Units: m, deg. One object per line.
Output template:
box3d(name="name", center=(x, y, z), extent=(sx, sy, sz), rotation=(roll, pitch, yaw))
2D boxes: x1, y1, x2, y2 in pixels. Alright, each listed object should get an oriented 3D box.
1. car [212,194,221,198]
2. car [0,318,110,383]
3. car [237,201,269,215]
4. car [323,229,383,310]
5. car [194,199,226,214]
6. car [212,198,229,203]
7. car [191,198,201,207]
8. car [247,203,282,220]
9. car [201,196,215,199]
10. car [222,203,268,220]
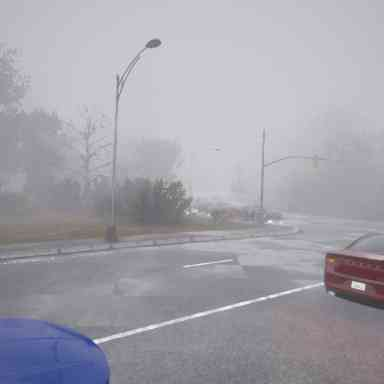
box3d(name="car", center=(5.858, 1.107, 79.153), extent=(2.033, 1.411, 5.357), rotation=(2, 2, -1))
box3d(name="car", center=(-2.890, 1.478, 1.681), extent=(5.008, 1.535, 1.882), rotation=(0, 0, -36))
box3d(name="car", center=(8.479, 2.228, 46.705), extent=(2.128, 1.511, 4.902), rotation=(2, 1, -19))
box3d(name="car", center=(4.968, 1.555, 7.324), extent=(5.008, 1.535, 1.882), rotation=(1, -1, -35))
box3d(name="car", center=(2.258, 2.036, 42.791), extent=(1.994, 1.385, 4.181), rotation=(3, 0, -19))
box3d(name="car", center=(4.628, 2.104, 46.478), extent=(2.033, 1.411, 5.357), rotation=(3, 1, -18))
box3d(name="car", center=(-0.654, 1.703, 52.351), extent=(2.128, 1.511, 4.902), rotation=(2, 1, -15))
box3d(name="car", center=(8.105, 2.215, 37.267), extent=(1.837, 1.490, 4.892), rotation=(3, -1, -21))
box3d(name="car", center=(1.912, 1.730, 56.505), extent=(1.837, 1.490, 4.892), rotation=(2, 2, -12))
box3d(name="car", center=(5.415, 2.170, 34.592), extent=(1.895, 1.301, 4.718), rotation=(3, -1, -23))
